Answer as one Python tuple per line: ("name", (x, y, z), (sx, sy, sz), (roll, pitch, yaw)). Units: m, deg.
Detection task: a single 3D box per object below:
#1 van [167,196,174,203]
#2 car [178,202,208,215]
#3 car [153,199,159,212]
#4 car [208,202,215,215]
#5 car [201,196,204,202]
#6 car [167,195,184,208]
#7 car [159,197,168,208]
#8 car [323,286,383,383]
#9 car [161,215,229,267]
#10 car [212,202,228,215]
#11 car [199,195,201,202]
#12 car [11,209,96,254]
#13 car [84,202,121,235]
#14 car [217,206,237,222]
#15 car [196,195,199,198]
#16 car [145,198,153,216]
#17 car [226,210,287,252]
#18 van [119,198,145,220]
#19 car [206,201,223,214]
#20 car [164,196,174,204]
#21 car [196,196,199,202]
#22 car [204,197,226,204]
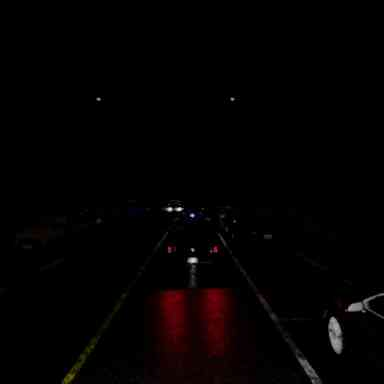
("van", (-5.743, 2.022, 90.090), (1.690, 1.788, 3.998), (0, 0, 0))
("car", (0.055, 1.791, 27.676), (1.994, 1.385, 4.181), (0, 0, 0))
("car", (-5.755, 1.655, 41.647), (2.192, 1.841, 5.009), (0, 0, 0))
("car", (2.769, 1.833, 30.655), (1.802, 1.307, 4.206), (0, 0, 0))
("car", (2.772, 1.699, 47.117), (2.192, 1.841, 5.009), (0, 0, 0))
("car", (-3.022, 1.692, 58.421), (2.150, 2.045, 5.566), (0, -1, 0))
("car", (-5.751, 2.033, 58.109), (1.947, 1.339, 4.313), (0, 0, 0))
("car", (2.764, 1.579, 3.223), (2.008, 1.369, 4.403), (0, 0, 0))
("car", (0.044, 1.699, 11.804), (1.895, 1.301, 4.718), (0, 0, 1))
("car", (2.768, 1.733, 25.339), (1.752, 1.417, 4.829), (0, 0, 0))
("car", (2.775, 1.782, 58.091), (2.192, 1.841, 5.009), (0, 0, 0))
("car", (-5.760, 1.642, 14.038), (1.752, 1.417, 4.829), (0, 0, 0))
("car", (-5.759, 1.602, 19.696), (1.967, 1.590, 4.097), (0, 0, 0))
("car", (2.767, 1.728, 19.683), (1.947, 1.339, 4.313), (0, 0, 0))
("car", (2.783, 2.154, 95.488), (1.967, 1.590, 4.097), (0, 0, 0))
("car", (-5.756, 1.736, 36.159), (1.967, 1.590, 4.097), (0, 0, 0))
("car", (2.766, 1.683, 14.196), (1.947, 1.339, 4.313), (0, 0, 0))
("van", (-5.757, 1.592, 30.672), (1.690, 1.788, 3.998), (0, 0, 0))
("car", (2.771, 1.866, 41.799), (1.752, 1.417, 4.829), (0, 0, 0))
("car", (-5.745, 1.961, 84.670), (2.192, 1.841, 5.009), (0, 0, 0))
("car", (2.780, 2.212, 84.647), (1.947, 1.339, 4.313), (0, 0, 0))
("car", (2.770, 1.610, 36.144), (2.192, 1.841, 5.009), (0, 0, 0))
